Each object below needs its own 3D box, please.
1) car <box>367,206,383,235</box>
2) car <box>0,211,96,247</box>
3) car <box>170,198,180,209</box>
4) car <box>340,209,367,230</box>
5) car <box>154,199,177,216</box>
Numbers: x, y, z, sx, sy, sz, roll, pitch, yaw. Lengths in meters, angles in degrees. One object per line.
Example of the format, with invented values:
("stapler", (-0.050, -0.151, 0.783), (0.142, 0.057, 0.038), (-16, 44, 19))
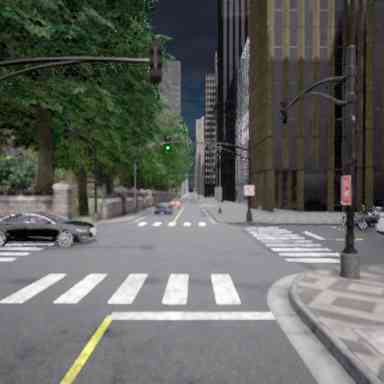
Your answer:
("car", (11.429, 1.383, 15.081), (5.566, 2.045, 2.150), (0, 1, 0))
("car", (-6.911, 1.637, 15.196), (4.902, 1.511, 2.128), (0, 0, 0))
("car", (-3.033, 1.772, 54.527), (2.097, 1.767, 4.553), (0, 0, 0))
("car", (11.646, 1.625, 20.847), (4.403, 1.369, 2.008), (0, 1, 0))
("car", (-3.076, 1.817, 37.037), (2.033, 1.411, 5.357), (0, 0, 0))
